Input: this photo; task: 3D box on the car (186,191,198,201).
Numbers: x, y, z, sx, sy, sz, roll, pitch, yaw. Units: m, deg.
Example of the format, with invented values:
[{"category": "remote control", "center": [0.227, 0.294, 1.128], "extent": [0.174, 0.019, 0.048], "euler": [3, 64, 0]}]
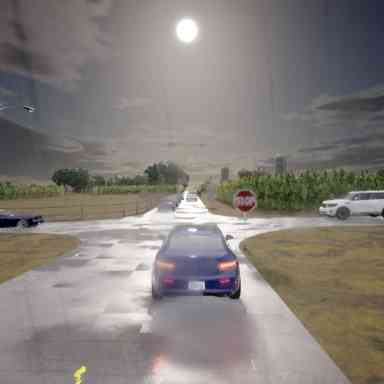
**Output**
[{"category": "car", "center": [-0.030, 0.813, 69.038], "extent": [2.150, 2.045, 5.566], "euler": [0, 1, 0]}]

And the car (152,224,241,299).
[{"category": "car", "center": [0.089, 1.525, 8.308], "extent": [1.812, 1.442, 4.674], "euler": [0, 0, 0]}]

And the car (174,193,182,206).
[{"category": "car", "center": [-2.862, 1.285, 46.971], "extent": [1.882, 1.535, 5.008], "euler": [0, 0, 0]}]

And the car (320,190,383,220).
[{"category": "car", "center": [12.447, 0.933, 24.651], "extent": [5.566, 2.045, 2.150], "euler": [-1, 0, 0]}]

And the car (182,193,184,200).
[{"category": "car", "center": [-2.848, 1.315, 57.673], "extent": [1.895, 1.301, 4.718], "euler": [0, 1, 0]}]

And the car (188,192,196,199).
[{"category": "car", "center": [-0.034, 0.818, 79.429], "extent": [1.812, 1.442, 4.674], "euler": [0, 1, 0]}]

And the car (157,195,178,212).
[{"category": "car", "center": [-2.807, 1.386, 37.147], "extent": [1.837, 1.490, 4.892], "euler": [0, 0, -2]}]

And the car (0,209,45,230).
[{"category": "car", "center": [-12.322, 1.787, 21.816], "extent": [4.718, 1.301, 1.895], "euler": [-1, 0, -5]}]
